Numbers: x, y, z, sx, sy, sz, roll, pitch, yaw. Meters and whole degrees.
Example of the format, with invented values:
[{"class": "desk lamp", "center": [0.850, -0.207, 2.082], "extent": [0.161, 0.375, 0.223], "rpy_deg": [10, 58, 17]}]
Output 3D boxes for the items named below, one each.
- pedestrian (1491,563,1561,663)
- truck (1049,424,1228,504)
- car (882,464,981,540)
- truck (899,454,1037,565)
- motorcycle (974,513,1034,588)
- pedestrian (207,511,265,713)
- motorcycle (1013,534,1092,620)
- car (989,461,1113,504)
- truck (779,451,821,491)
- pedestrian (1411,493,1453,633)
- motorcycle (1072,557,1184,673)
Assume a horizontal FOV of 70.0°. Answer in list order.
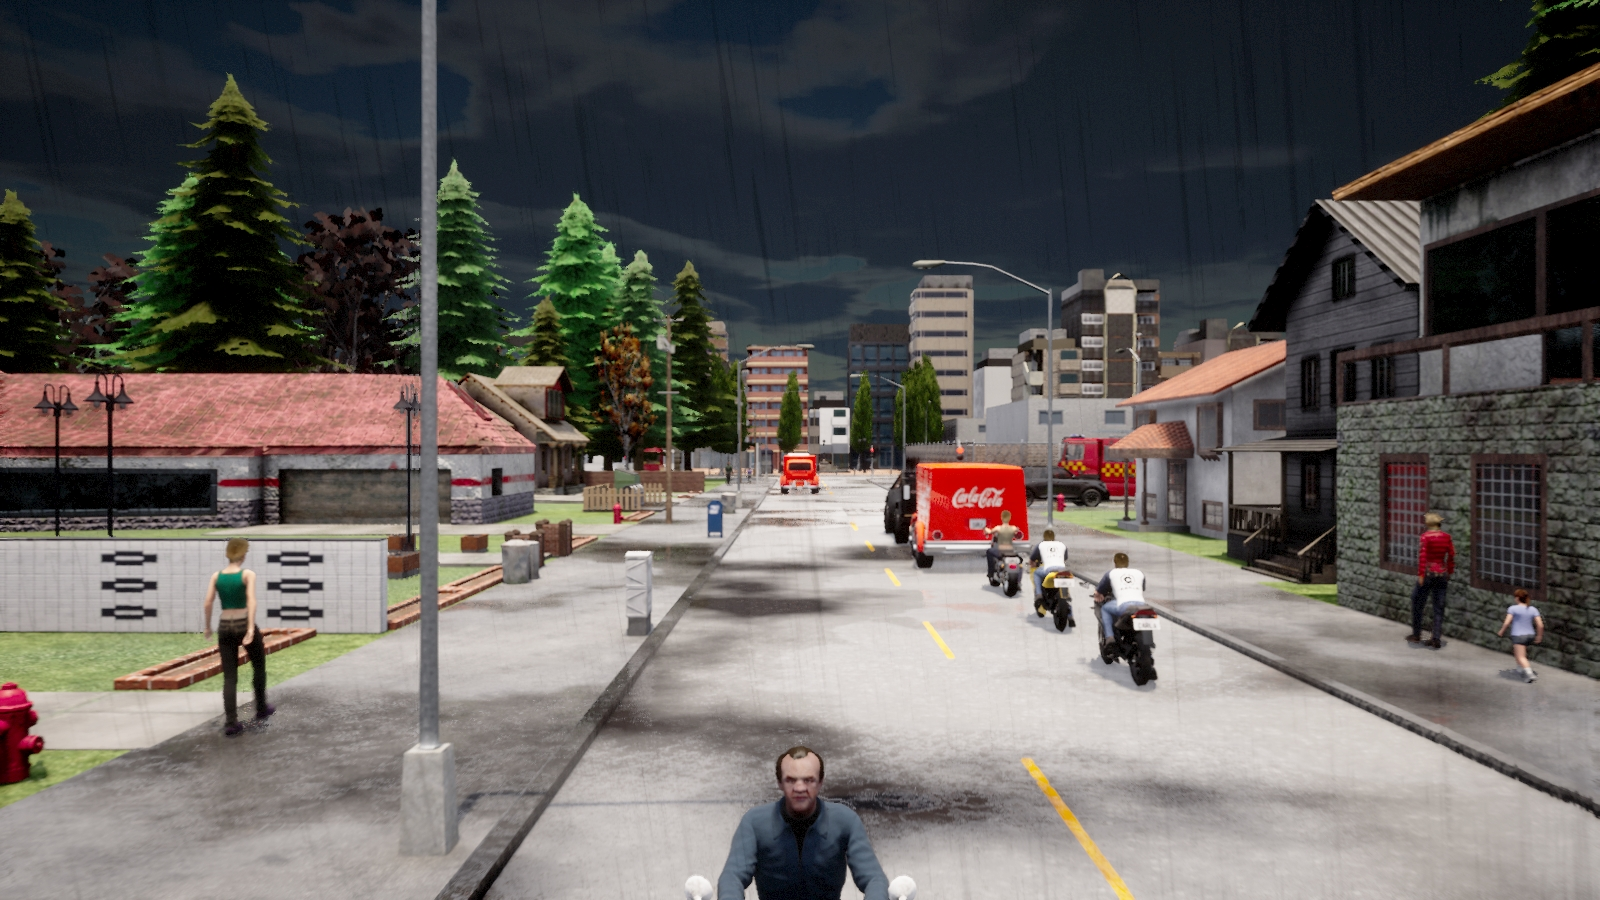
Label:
[{"class": "pedestrian", "center": [8.491, 1.902, 13.375], "extent": [0.500, 1.100, 0.500], "rpy_deg": [0, 0, 1]}, {"class": "truck", "center": [17.586, 0.670, 59.548], "extent": [8.468, 3.827, 2.891], "rpy_deg": [2, 0, 27]}, {"class": "car", "center": [3.997, 1.527, 35.842], "extent": [2.390, 2.098, 6.274], "rpy_deg": [0, 0, 0]}, {"class": "truck", "center": [4.004, 1.343, 28.288], "extent": [2.627, 2.467, 5.204], "rpy_deg": [0, 0, 0]}, {"class": "motorcycle", "center": [4.003, 1.946, 22.576], "extent": [0.764, 1.277, 2.356], "rpy_deg": [0, 0, 0]}, {"class": "pedestrian", "center": [-5.350, 1.521, 10.838], "extent": [0.375, 1.860, 0.375], "rpy_deg": [0, 0, -3]}, {"class": "motorcycle", "center": [4.000, 1.990, 18.240], "extent": [0.803, 1.145, 2.033], "rpy_deg": [0, 0, 0]}, {"class": "car", "center": [12.247, 1.550, 56.000], "extent": [5.566, 2.045, 2.150], "rpy_deg": [0, 0, -3]}, {"class": "truck", "center": [-0.014, 1.334, 73.681], "extent": [2.627, 2.467, 5.204], "rpy_deg": [0, 0, 0]}, {"class": "pedestrian", "center": [8.577, 1.520, 15.509], "extent": [0.375, 1.860, 0.375], "rpy_deg": [0, 0, 2]}, {"class": "motorcycle", "center": [4.002, 1.990, 14.124], "extent": [0.803, 1.145, 2.033], "rpy_deg": [0, 0, 0]}]
